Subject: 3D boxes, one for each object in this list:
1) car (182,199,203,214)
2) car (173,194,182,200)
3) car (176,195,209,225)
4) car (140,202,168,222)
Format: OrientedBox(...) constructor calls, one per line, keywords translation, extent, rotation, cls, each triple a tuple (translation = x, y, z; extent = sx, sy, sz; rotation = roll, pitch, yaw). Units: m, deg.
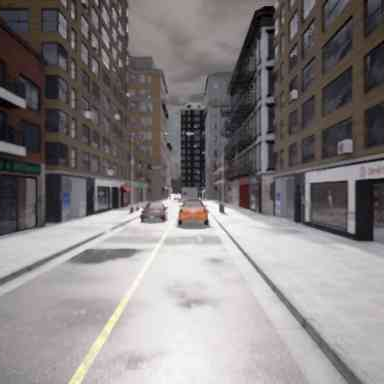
OrientedBox(translation=(0.068, 1.502, 36.043), extent=(2.033, 1.411, 5.357), rotation=(0, 0, 0), cls="car")
OrientedBox(translation=(-2.777, 1.103, 67.434), extent=(1.882, 1.535, 5.008), rotation=(0, 0, 0), cls="car")
OrientedBox(translation=(0.083, 1.325, 24.180), extent=(2.097, 1.767, 4.553), rotation=(0, 0, 0), cls="car")
OrientedBox(translation=(-2.848, 1.497, 25.875), extent=(1.812, 1.442, 4.674), rotation=(0, 0, 0), cls="car")
